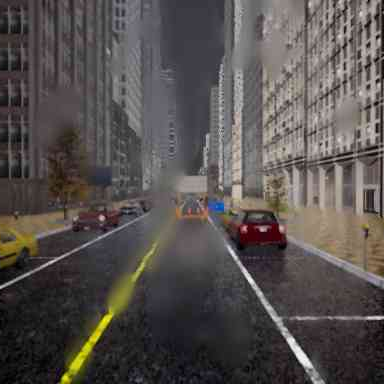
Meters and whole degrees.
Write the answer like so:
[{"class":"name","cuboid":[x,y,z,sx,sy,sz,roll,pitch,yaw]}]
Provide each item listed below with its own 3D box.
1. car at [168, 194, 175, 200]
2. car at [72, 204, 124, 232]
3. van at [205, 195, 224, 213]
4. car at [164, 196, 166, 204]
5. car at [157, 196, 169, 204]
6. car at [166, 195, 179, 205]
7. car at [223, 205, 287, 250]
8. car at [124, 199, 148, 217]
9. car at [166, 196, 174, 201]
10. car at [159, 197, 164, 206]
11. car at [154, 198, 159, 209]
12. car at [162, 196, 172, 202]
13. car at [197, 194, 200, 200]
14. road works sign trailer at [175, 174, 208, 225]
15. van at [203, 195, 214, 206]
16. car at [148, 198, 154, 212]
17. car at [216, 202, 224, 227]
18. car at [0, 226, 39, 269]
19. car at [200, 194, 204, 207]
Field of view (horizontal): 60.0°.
[{"class":"car","cuboid":[-5.756,1.496,93.975,1.967,1.590,4.097,-1,0,0]},{"class":"car","cuboid":[-5.711,1.453,20.088,1.967,1.590,4.097,-1,0,0]},{"class":"van","cuboid":[2.658,1.364,37.144,1.690,1.788,3.998,-1,0,0]},{"class":"car","cuboid":[-5.731,1.615,54.189,1.802,1.307,4.206,-1,0,0]},{"class":"car","cuboid":[-5.738,1.591,65.557,2.008,1.369,4.403,-1,0,0]},{"class":"car","cuboid":[-3.092,1.527,57.881,2.128,1.511,4.902,0,0,0]},{"class":"car","cuboid":[2.673,1.449,14.409,1.967,1.590,4.097,-1,0,0]},{"class":"car","cuboid":[-5.717,1.570,31.455,2.008,1.369,4.403,-1,0,0]},{"class":"car","cuboid":[-5.752,1.635,88.291,1.802,1.307,4.206,-1,0,0]},{"class":"car","cuboid":[-5.728,1.581,48.506,2.008,1.369,4.403,-1,0,0]},{"class":"car","cuboid":[-5.724,1.571,42.822,1.887,1.381,4.507,-1,0,0]},{"class":"car","cuboid":[-5.745,1.597,76.924,2.008,1.369,4.403,-1,0,0]},{"class":"car","cuboid":[2.636,1.597,76.929,2.008,1.369,4.403,-1,0,0]},{"class":"road works sign trailer","cuboid":[-0.014,0.479,24.491,2.380,3.560,2.880,0,0,0]},{"class":"van","cuboid":[2.647,1.374,54.195,1.690,1.788,3.998,-1,0,0]},{"class":"car","cuboid":[-5.721,1.589,37.138,1.947,1.339,4.313,-1,0,0]},{"class":"car","cuboid":[2.670,1.538,20.262,1.752,1.417,4.829,-1,0,0]},{"class":"car","cuboid":[-5.703,1.531,8.551,1.752,1.417,4.829,-1,0,0]},{"class":"car","cuboid":[2.650,1.345,48.511,2.192,1.841,5.009,-1,0,0]}]
